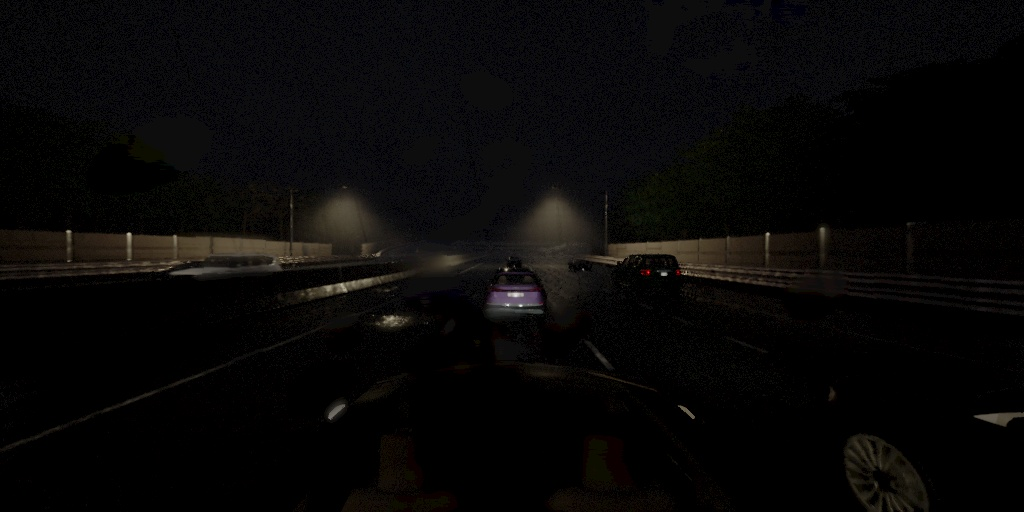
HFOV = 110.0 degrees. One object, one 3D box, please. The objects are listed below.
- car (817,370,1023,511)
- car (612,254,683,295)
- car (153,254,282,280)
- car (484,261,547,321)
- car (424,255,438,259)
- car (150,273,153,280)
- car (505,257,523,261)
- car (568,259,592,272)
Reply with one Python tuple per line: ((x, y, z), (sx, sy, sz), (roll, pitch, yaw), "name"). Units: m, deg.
((3.601, 1.242, 1.143), (2.128, 1.511, 4.902), (0, 0, 0), "car")
((7.132, 0.915, 19.472), (2.150, 2.045, 5.566), (0, 1, 0), "car")
((-14.073, 0.925, 18.015), (2.150, 2.045, 5.566), (0, 0, 0), "car")
((0.112, 1.168, 12.525), (2.033, 1.649, 4.856), (0, 0, 0), "car")
((-13.651, 0.515, 60.704), (1.994, 1.385, 4.181), (0, 1, 1), "car")
((-21.045, 1.124, 23.851), (1.882, 1.535, 5.008), (0, 0, 0), "car")
((0.275, 0.814, 43.219), (1.837, 1.490, 4.892), (0, 1, 0), "car")
((7.238, 1.004, 38.660), (1.895, 1.301, 4.718), (0, 1, 0), "car")
